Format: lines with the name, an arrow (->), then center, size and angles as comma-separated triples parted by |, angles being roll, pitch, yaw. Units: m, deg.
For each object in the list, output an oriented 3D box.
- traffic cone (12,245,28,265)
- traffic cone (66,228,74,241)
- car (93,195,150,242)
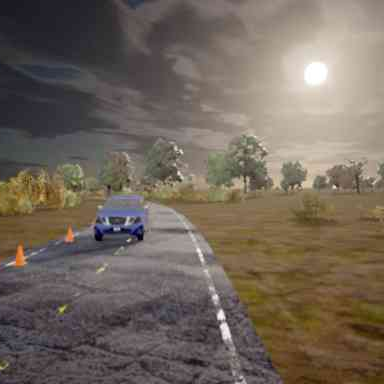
traffic cone -> -5.333, 1.944, 10.319 | 0.340, 0.580, 0.340 | 0, 0, -2
traffic cone -> -5.594, 1.935, 15.261 | 0.340, 0.580, 0.340 | 0, 0, -4
car -> -3.309, 1.196, 16.615 | 2.150, 2.045, 5.566 | 0, 0, -4
